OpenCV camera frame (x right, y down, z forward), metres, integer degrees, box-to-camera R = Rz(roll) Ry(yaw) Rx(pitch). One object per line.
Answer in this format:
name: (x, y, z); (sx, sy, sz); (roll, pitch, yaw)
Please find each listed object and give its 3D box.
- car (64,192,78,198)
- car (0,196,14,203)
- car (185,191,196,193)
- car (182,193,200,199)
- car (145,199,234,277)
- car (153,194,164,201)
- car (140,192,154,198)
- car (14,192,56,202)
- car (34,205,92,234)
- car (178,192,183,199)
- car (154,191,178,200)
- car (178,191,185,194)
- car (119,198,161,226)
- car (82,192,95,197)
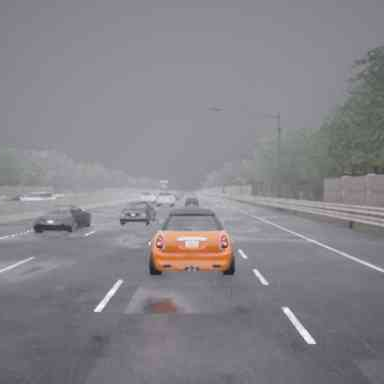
car: (-28.007, 0.752, 77.158); (2.097, 1.767, 4.553); (0, 0, 0)
car: (-21.067, 1.292, 38.243); (1.837, 1.490, 4.892); (0, 0, 0)
car: (-0.005, 1.141, 70.195); (1.837, 1.490, 4.892); (0, 0, 0)
car: (-0.003, 1.246, 46.207); (1.837, 1.490, 4.892); (0, 0, 0)
car: (0.002, 1.271, 10.175); (2.097, 1.767, 4.553); (0, 0, 0)
car: (-7.006, 1.170, 70.142); (1.812, 1.442, 4.674); (0, 0, 0)
car: (-7.004, 0.941, 53.750); (2.150, 2.045, 5.566); (0, 0, 0)
car: (-17.569, 1.008, 38.096); (2.150, 2.045, 5.566); (0, 0, 0)
car: (-7.000, 1.434, 18.464); (1.994, 1.385, 4.181); (0, 0, 0)
car: (-3.505, 1.239, 70.210); (1.895, 1.301, 4.718); (0, 0, 0)
car: (-3.504, 0.968, 45.503); (2.150, 2.045, 5.566); (0, 0, 0)
car: (-3.508, 1.121, 90.159); (1.895, 1.301, 4.718); (0, 0, 0)
car: (-3.499, 1.393, 22.213); (2.033, 1.411, 5.357); (0, 0, 0)
car: (-24.507, 0.581, 78.976); (2.097, 1.767, 4.553); (0, 0, 0)
